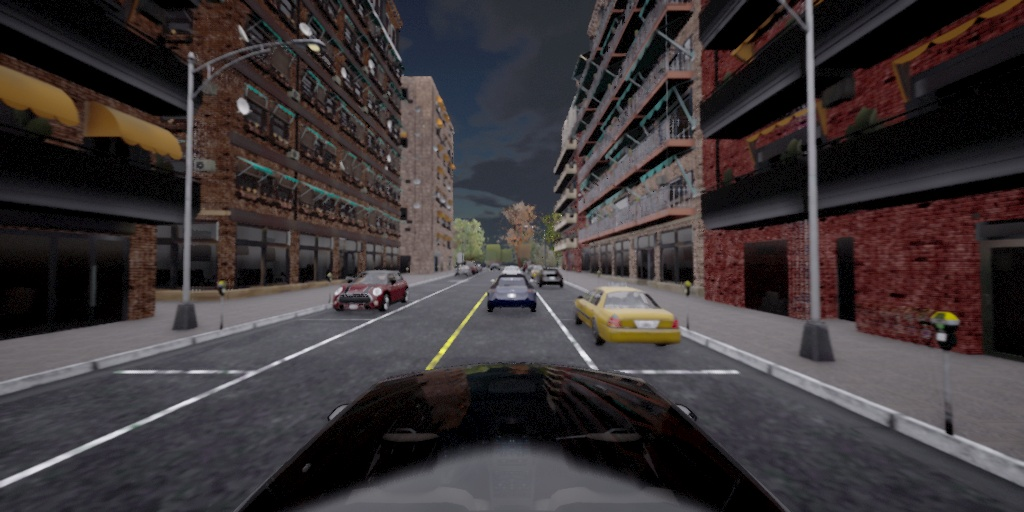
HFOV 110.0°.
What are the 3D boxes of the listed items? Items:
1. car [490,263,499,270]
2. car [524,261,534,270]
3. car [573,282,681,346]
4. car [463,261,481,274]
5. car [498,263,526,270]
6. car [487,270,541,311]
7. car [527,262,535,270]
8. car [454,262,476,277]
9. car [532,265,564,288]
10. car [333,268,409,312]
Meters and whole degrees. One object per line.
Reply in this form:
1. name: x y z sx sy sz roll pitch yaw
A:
1. car: -3.041 1.992 65.402 2.033 1.411 5.357 0 -1 0
2. car: 2.805 1.807 48.310 2.007 1.370 4.403 0 0 0
3. car: 2.696 1.358 9.506 1.751 1.417 4.829 0 0 0
4. car: -5.843 1.571 48.338 2.192 1.841 5.009 0 0 0
5. car: 0.007 1.590 30.755 1.812 1.442 4.674 0 0 0
6. car: 0.009 1.462 15.310 1.994 1.385 4.181 0 -1 1
7. car: 2.810 1.660 37.344 1.751 1.417 4.829 0 0 0
8. car: -5.840 1.746 42.771 2.007 1.370 4.403 0 0 0
9. car: 2.750 1.586 26.680 1.948 1.339 4.313 0 0 0
10. car: -5.715 1.332 14.932 1.967 1.591 4.097 0 0 0
